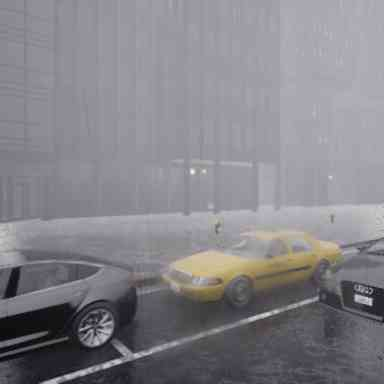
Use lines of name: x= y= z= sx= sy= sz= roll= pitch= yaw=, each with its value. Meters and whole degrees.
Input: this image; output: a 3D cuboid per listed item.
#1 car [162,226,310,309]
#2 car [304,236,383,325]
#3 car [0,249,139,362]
car: x=1.643 y=1.510 z=7.815 sx=4.829 sy=1.417 sz=1.752 roll=0 pitch=0 yaw=-35
car: x=4.371 y=1.545 z=6.491 sx=4.181 sy=1.385 sz=1.994 roll=0 pitch=0 yaw=-35
car: x=-2.842 y=1.566 z=4.621 sx=4.313 sy=1.339 sz=1.947 roll=0 pitch=0 yaw=-35
